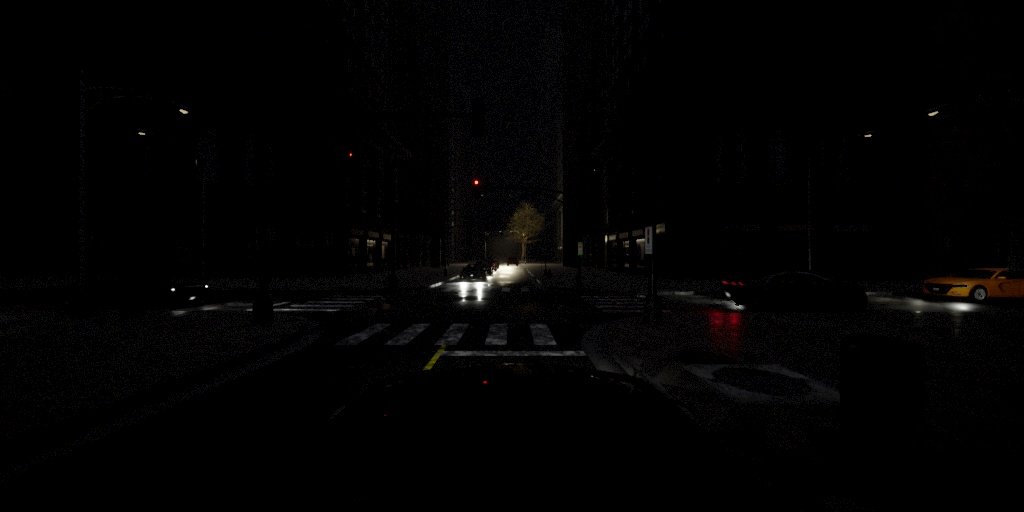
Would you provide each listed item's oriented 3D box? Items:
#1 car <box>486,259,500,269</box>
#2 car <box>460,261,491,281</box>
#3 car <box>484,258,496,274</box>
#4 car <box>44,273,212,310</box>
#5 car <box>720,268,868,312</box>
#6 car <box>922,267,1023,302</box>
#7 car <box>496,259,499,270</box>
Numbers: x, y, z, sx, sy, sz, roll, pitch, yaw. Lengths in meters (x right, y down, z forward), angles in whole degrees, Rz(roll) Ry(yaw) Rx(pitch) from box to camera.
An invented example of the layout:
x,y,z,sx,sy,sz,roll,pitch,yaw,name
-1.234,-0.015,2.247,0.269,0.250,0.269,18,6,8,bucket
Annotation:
x,y,z,sx,sy,sz,roll,pitch,yaw,name
-3.038,1.267,58.519,2.128,1.511,4.902,0,0,0,car
-3.094,1.314,29.542,1.994,1.385,4.181,0,0,0,car
-3.093,1.231,38.612,1.882,1.535,5.008,0,0,0,car
-14.500,1.301,13.781,4.718,1.301,1.895,0,0,0,car
10.698,1.272,13.748,4.902,1.511,2.128,0,0,0,car
22.543,1.299,16.941,5.008,1.535,1.882,0,0,0,car
-3.080,1.115,48.257,2.097,1.767,4.553,0,0,0,car
